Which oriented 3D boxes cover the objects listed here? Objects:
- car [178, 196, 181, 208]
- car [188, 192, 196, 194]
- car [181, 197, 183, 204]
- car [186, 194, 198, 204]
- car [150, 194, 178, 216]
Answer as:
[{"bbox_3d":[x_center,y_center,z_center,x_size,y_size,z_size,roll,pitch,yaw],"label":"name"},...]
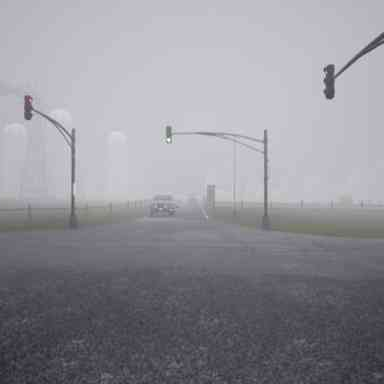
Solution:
[{"bbox_3d":[-2.832,1.546,45.990,1.812,1.442,4.674,0,0,0],"label":"car"},{"bbox_3d":[0.031,1.105,73.632,2.150,2.045,5.566,0,0,0],"label":"car"},{"bbox_3d":[-2.761,1.514,63.809,1.882,1.535,5.008,0,0,1],"label":"car"},{"bbox_3d":[0.018,1.540,63.178,1.837,1.490,4.892,0,0,0],"label":"car"},{"bbox_3d":[-2.862,1.234,33.285,2.150,2.045,5.566,0,0,0],"label":"car"}]
